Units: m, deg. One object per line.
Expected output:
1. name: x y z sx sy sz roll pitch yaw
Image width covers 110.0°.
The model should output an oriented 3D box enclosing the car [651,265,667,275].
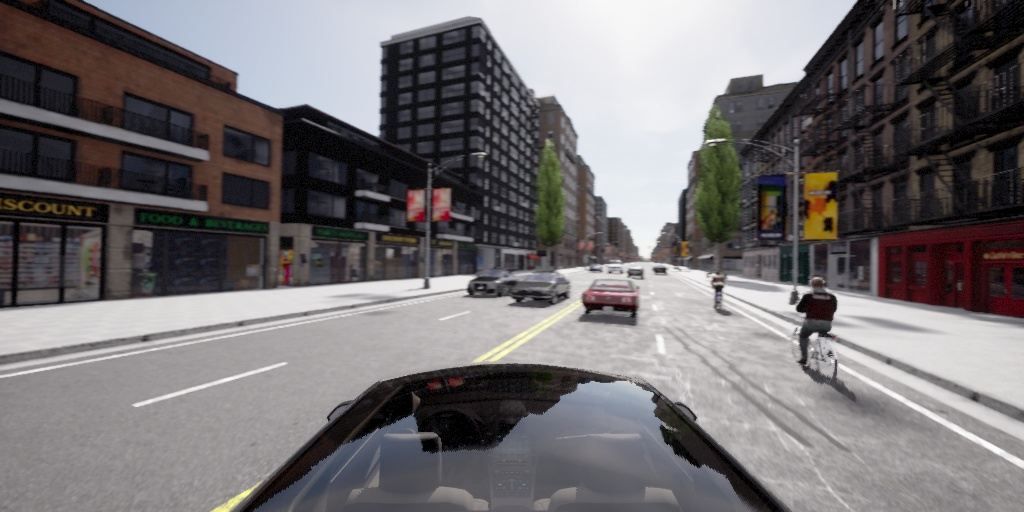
1. car: 23.506 2.132 56.857 1.882 1.535 5.008 1 -1 21

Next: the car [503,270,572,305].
1. car: 1.634 1.470 17.631 2.033 1.411 5.357 1 -1 21

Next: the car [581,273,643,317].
1. car: 4.074 1.538 14.315 1.895 1.301 4.718 1 -1 21

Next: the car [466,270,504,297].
1. car: -0.914 1.462 20.085 1.994 1.385 4.181 1 -1 21

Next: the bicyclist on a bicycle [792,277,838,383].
1. bicyclist on a bicycle: 5.492 1.264 6.573 0.659 1.776 1.843 1 0 21

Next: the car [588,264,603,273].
1. car: 14.019 2.057 59.678 2.033 1.411 5.357 1 -1 21

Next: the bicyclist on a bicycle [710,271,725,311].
1. bicyclist on a bicycle: 8.711 1.481 15.157 0.582 1.620 1.656 1 -1 21

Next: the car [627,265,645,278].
1. car: 14.852 1.872 43.031 2.128 1.511 4.902 1 -1 21

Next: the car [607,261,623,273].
1. car: 16.404 1.747 56.825 2.150 2.045 5.566 1 0 21
